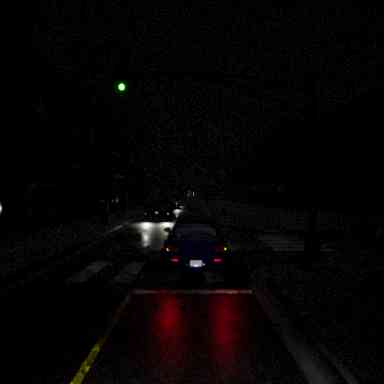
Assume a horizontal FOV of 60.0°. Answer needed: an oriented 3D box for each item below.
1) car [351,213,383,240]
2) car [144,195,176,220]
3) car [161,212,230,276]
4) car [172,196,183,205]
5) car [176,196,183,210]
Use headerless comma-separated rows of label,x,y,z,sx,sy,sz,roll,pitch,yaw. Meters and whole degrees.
car,10.372,1.575,16.640,4.507,1.381,1.887,0,0,0
car,-2.835,1.319,29.283,2.150,2.045,5.566,0,0,0
car,0.101,1.553,10.301,1.812,1.442,4.674,0,0,0
car,-2.738,1.607,63.096,1.837,1.490,4.892,0,0,0
car,-2.819,1.531,46.493,2.097,1.767,4.553,0,0,0
